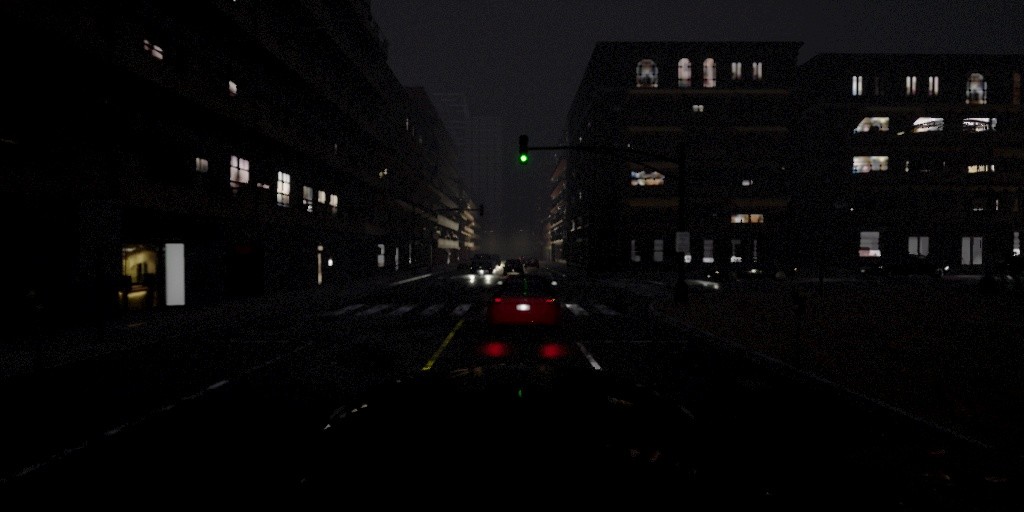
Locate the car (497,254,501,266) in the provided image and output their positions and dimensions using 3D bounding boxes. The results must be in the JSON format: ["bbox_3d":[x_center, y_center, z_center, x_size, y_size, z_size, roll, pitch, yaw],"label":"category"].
[{"bbox_3d":[-2.998,0.626,58.303,2.150,2.045,5.566,0,0,1],"label":"car"}]

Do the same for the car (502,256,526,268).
[{"bbox_3d":[0.104,1.042,35.288,1.837,1.490,4.892,0,0,0],"label":"car"}]

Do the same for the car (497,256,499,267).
[{"bbox_3d":[-3.075,0.990,47.793,1.812,1.442,4.674,0,0,0],"label":"car"}]

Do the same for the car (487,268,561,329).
[{"bbox_3d":[0.448,1.253,11.030,1.994,1.385,4.181,0,0,5],"label":"car"}]

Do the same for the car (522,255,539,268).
[{"bbox_3d":[2.694,0.896,49.193,1.967,1.591,4.097,0,0,0],"label":"car"}]

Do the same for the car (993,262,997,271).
[{"bbox_3d":[37.931,0.503,26.093,4.313,1.339,1.948,0,0,-1],"label":"car"}]

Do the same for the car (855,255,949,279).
[{"bbox_3d":[25.247,0.667,23.314,4.902,1.511,2.128,-1,1,-1],"label":"car"}]

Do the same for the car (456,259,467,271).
[{"bbox_3d":[-5.687,1.038,43.672,2.007,1.370,4.403,0,0,0],"label":"car"}]

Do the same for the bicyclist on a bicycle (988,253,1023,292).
[{"bbox_3d":[20.245,0.686,14.506,0.582,1.620,1.656,-1,1,-1],"label":"bicyclist on a bicycle"}]

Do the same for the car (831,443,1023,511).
[{"bbox_3d":[2.688,1.305,0.195,1.888,1.381,4.507,0,0,0],"label":"car"}]

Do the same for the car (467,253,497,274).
[{"bbox_3d":[-3.082,0.745,37.672,2.150,2.045,5.566,0,0,0],"label":"car"}]

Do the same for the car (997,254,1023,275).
[{"bbox_3d":[35.526,0.615,23.451,4.718,1.301,1.895,-1,1,-1],"label":"car"}]

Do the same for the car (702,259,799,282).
[{"bbox_3d":[15.351,0.880,23.181,5.357,1.411,2.033,-1,1,-1],"label":"car"}]
